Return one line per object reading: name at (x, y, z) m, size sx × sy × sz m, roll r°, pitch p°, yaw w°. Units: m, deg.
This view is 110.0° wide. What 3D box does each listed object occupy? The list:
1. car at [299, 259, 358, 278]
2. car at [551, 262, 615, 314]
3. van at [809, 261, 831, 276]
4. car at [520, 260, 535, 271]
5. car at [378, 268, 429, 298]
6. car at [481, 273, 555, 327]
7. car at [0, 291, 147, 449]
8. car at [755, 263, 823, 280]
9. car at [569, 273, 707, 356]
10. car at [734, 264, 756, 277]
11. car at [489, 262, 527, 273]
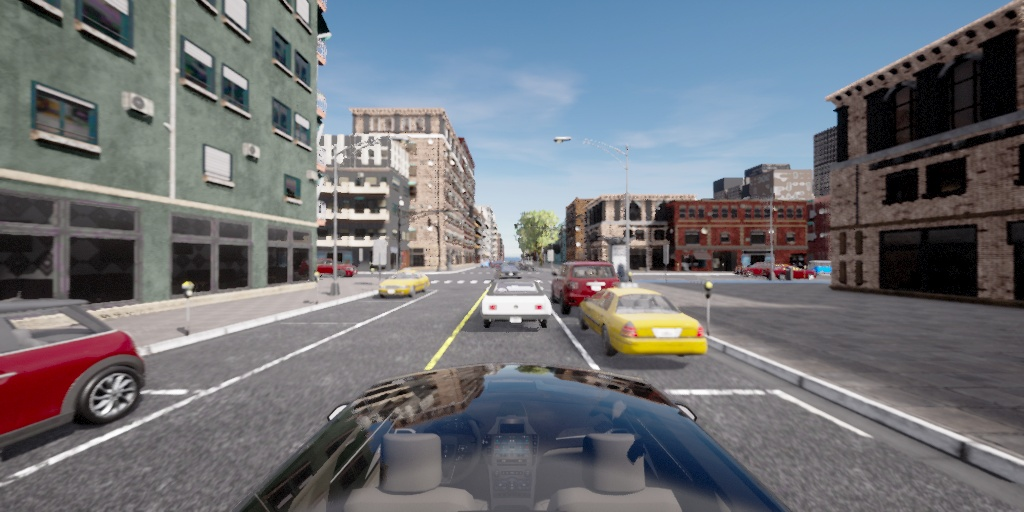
car at (-17.267, 1.169, 33.679) m, size 5.009 × 1.841 × 2.192 m, roll 0°, pitch 0°, yaw 0°
car at (2.693, 1.124, 13.902) m, size 2.192 × 1.841 × 5.009 m, roll 0°, pitch 0°, yaw 0°
van at (37.149, 1.467, 42.426) m, size 3.998 × 1.789 × 1.690 m, roll 0°, pitch 0°, yaw 0°
car at (2.708, 1.601, 57.391) m, size 2.007 × 1.370 × 4.403 m, roll 0°, pitch 0°, yaw 0°
car at (-5.687, 1.362, 19.275) m, size 1.751 × 1.417 × 4.829 m, roll 0°, pitch 0°, yaw 0°
car at (0.101, 1.399, 11.697) m, size 1.895 × 1.301 × 4.718 m, roll 0°, pitch 0°, yaw 0°
car at (-5.691, 1.195, 2.826) m, size 1.967 × 1.591 × 4.097 m, roll 0°, pitch 0°, yaw 0°
car at (26.157, 1.577, 33.919) m, size 4.507 × 1.381 × 1.888 m, roll 0°, pitch 0°, yaw 0°
car at (2.691, 1.308, 8.532) m, size 1.751 × 1.417 × 4.829 m, roll 0°, pitch 0°, yaw 0°
car at (27.366, 1.543, 39.770) m, size 5.008 × 1.535 × 1.882 m, roll 0°, pitch 0°, yaw 0°
car at (-0.448, 1.434, 29.549) m, size 2.033 × 1.411 × 5.357 m, roll 0°, pitch 0°, yaw -8°
